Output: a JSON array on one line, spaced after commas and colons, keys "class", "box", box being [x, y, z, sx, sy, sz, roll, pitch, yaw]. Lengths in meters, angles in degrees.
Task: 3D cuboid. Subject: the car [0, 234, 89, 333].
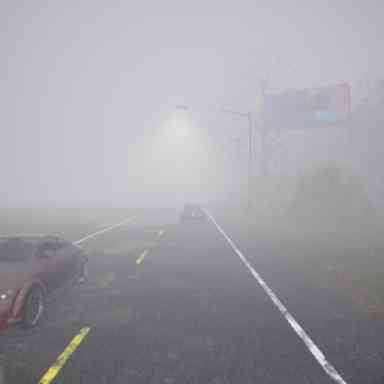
[{"class": "car", "box": [-3.596, 1.580, 6.777, 1.994, 1.385, 4.181, 0, 0, 0]}]

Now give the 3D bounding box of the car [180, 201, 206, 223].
[{"class": "car", "box": [0.096, 1.626, 26.240, 1.994, 1.385, 4.181, 0, 0, 0]}]
